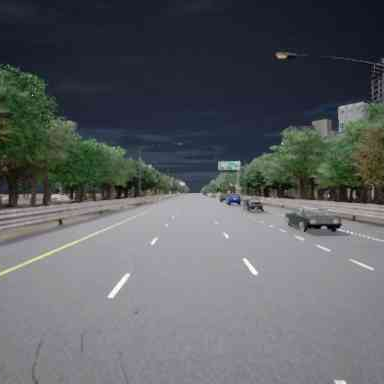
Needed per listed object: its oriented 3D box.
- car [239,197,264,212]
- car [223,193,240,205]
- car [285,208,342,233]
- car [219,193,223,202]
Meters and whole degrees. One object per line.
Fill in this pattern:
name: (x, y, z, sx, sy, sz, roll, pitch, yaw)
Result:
car: (7.088, 1.532, 38.922, 1.837, 1.490, 4.892, 0, 0, 0)
car: (7.190, 1.284, 57.862, 2.150, 2.045, 5.566, 0, 0, 0)
car: (7.023, 1.611, 19.885, 1.895, 1.301, 4.718, 0, 0, 0)
car: (7.317, 1.276, 75.267, 2.150, 2.045, 5.566, 0, 0, 1)
